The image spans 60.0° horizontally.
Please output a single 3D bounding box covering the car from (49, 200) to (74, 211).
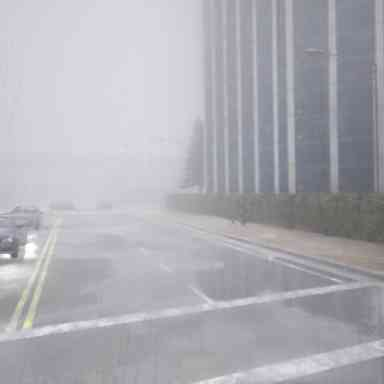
[{"bbox_3d":[-17.777,1.807,45.203,4.181,1.385,1.994,-1,0,45],"label":"car"}]

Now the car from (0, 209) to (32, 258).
[{"bbox_3d":[-7.603,1.650,13.011,1.812,1.442,4.674,-1,0,-21],"label":"car"}]

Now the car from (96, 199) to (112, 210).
[{"bbox_3d":[-12.203,1.700,46.158,2.033,1.411,5.357,-1,0,-20],"label":"car"}]

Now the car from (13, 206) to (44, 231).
[{"bbox_3d":[-10.807,1.669,21.677,2.128,1.511,4.902,-1,0,-20],"label":"car"}]

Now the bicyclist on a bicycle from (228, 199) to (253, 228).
[{"bbox_3d":[2.808,1.257,19.336,1.656,1.620,0.582,-1,0,-20],"label":"bicyclist on a bicycle"}]
